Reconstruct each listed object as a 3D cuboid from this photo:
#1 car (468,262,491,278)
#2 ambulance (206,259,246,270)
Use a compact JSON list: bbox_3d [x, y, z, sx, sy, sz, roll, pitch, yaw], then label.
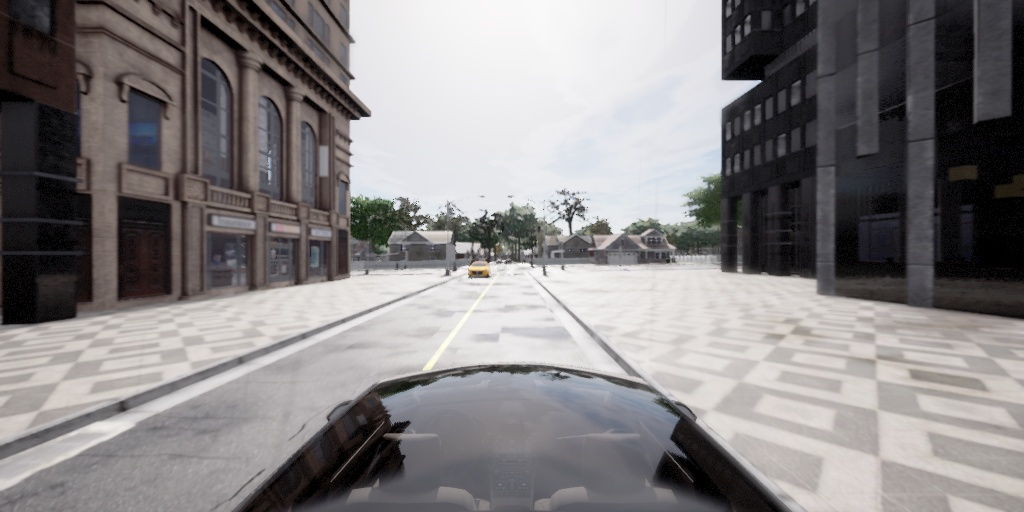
[{"bbox_3d":[-3.075,1.276,34.575,1.882,1.535,5.008,0,-1,0],"label":"car"},{"bbox_3d":[-40.079,1.638,49.534,6.366,2.431,2.351,-1,0,0],"label":"ambulance"}]
